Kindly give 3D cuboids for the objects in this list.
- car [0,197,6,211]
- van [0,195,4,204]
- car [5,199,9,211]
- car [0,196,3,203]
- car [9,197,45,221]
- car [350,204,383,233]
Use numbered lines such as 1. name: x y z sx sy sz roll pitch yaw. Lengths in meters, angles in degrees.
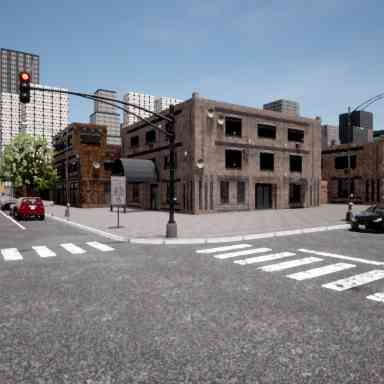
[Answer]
1. car: -22.604 1.601 41.552 1.947 1.339 4.313 0 0 -33
2. van: -37.647 1.424 64.724 1.690 1.788 3.998 0 0 -33
3. car: -16.587 1.588 32.283 1.947 1.339 4.313 0 0 -33
4. car: -40.748 1.621 69.500 1.752 1.417 4.829 0 0 -33
5. car: -13.577 1.332 27.649 2.192 1.841 5.009 0 0 -33
6. car: 10.378 1.356 17.923 4.313 1.339 1.947 -1 1 -33
